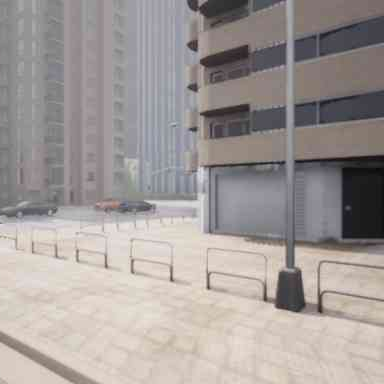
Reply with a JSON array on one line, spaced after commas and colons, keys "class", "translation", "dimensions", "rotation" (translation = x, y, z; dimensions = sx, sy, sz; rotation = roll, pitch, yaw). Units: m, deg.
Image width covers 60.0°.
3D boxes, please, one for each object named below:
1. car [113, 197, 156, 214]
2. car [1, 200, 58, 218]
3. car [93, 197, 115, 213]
[{"class": "car", "translation": [-6.026, 1.576, 36.905], "dimensions": [1.837, 1.490, 4.892], "rotation": [0, 0, 36]}, {"class": "car", "translation": [-14.937, 1.571, 30.803], "dimensions": [1.837, 1.490, 4.892], "rotation": [0, 0, 36]}, {"class": "car", "translation": [-9.273, 1.424, 38.692], "dimensions": [2.097, 1.767, 4.553], "rotation": [0, 0, 36]}]
